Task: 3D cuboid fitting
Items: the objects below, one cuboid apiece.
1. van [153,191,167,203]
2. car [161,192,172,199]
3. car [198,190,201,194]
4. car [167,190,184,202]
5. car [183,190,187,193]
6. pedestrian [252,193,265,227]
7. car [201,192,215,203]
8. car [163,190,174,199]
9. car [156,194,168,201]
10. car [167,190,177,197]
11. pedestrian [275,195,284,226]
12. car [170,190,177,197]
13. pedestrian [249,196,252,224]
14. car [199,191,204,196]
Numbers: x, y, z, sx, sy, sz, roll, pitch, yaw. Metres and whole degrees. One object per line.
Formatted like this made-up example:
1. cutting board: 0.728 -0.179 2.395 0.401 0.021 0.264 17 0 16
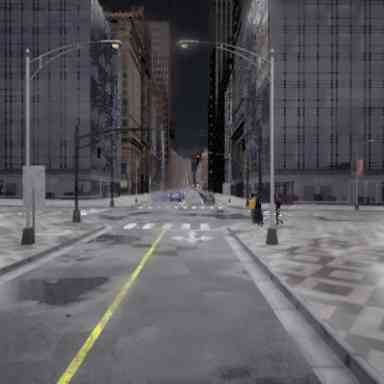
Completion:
1. van: -5.624 0.831 55.995 1.690 1.788 3.998 0 1 0
2. car: -5.508 0.756 72.941 1.967 1.590 4.097 0 1 0
3. car: 3.093 0.738 84.183 1.887 1.381 4.507 0 1 0
4. car: -2.830 0.959 56.890 1.882 1.535 5.008 0 0 1
5. car: -2.662 0.879 72.015 1.994 1.385 4.181 0 1 0
6. pedestrian: 3.682 0.984 18.453 0.375 1.860 0.375 0 0 0
7. car: 2.901 1.056 55.940 1.947 1.339 4.313 0 1 0
8. car: -5.469 0.570 78.588 2.192 1.841 5.009 0 1 0
9. car: -5.586 1.015 61.646 1.802 1.307 4.206 0 1 0
10. car: -5.393 0.445 89.885 2.192 1.841 5.009 0 1 0
11. pedestrian: 4.922 0.994 19.054 0.375 1.860 0.375 0 0 0
12. car: -5.355 0.409 95.429 1.690 1.788 3.998 0 1 0
13. pedestrian: 3.638 0.974 19.654 0.375 1.860 0.375 0 0 0
14. car: 3.015 0.898 72.887 1.802 1.307 4.206 0 1 0
